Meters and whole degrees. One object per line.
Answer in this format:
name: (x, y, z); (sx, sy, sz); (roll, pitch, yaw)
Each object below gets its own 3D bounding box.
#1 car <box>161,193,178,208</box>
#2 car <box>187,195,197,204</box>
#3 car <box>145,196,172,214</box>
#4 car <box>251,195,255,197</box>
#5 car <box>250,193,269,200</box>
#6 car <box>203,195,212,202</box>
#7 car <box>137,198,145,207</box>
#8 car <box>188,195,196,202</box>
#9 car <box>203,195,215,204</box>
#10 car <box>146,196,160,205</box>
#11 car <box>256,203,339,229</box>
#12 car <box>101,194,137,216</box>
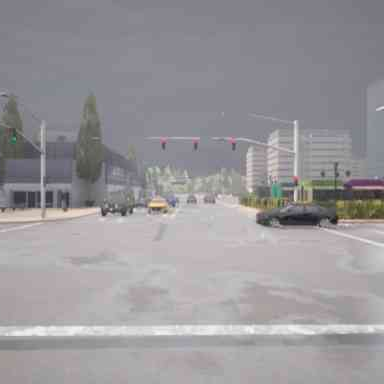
car: (-3.618, 1.210, 49.352); (2.150, 2.045, 5.566); (0, 0, -1)
car: (-0.038, 1.476, 63.804); (2.128, 1.511, 4.902); (0, 0, 0)
car: (-3.613, 1.469, 36.238); (1.882, 1.535, 5.008); (0, 0, 0)
car: (17.739, 1.135, 84.088); (3.866, 1.878, 1.905); (0, 0, -2)
car: (17.717, 1.132, 86.982); (4.605, 1.855, 1.932); (0, 0, -2)
car: (3.456, 1.378, 74.082); (1.812, 1.442, 4.674); (0, 0, 0)
car: (-7.123, 1.552, 46.206); (1.994, 1.385, 4.181); (0, 0, 0)
car: (-0.044, 1.354, 74.078); (1.837, 1.490, 4.892); (0, 0, 0)
car: (3.462, 1.476, 63.806); (2.128, 1.511, 4.902); (0, 0, 0)
car: (-7.094, 1.462, 61.120); (1.882, 1.535, 5.008); (0, 0, 0)
car: (6.562, 1.472, 20.971); (5.008, 1.535, 1.882); (0, 0, -1)
car: (-7.139, 1.213, 32.308); (2.150, 2.045, 5.566); (0, 0, 1)
